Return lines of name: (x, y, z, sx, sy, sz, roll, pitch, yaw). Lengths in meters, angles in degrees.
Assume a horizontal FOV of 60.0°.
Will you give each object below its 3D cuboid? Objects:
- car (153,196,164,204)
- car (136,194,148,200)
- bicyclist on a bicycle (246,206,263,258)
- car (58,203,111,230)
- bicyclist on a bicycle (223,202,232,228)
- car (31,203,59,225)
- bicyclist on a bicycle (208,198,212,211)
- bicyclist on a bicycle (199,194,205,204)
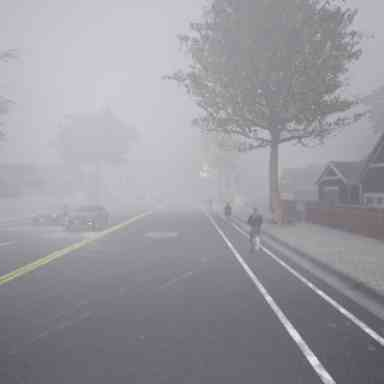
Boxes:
car: (-6.497, 1.559, 65.393, 1.882, 1.535, 5.008, 0, 0, 0)
car: (-9.747, 1.048, 65.421, 2.097, 1.767, 4.553, 0, 0, 0)
bicyclist on a bicycle: (2.250, 1.386, 12.037, 0.659, 1.776, 1.843, 0, 0, 0)
car: (-6.600, 1.535, 21.486, 1.837, 1.490, 4.892, 0, 0, 0)
bicyclist on a bicycle: (2.251, 1.480, 20.781, 0.582, 1.620, 1.656, 0, 0, 0)
car: (-9.848, 1.557, 24.195, 1.812, 1.442, 4.674, 0, 0, 0)
bicyclist on a bicycle: (2.252, 1.504, 40.777, 0.582, 1.620, 1.656, 0, 0, 0)
bicyclist on a bicycle: (2.254, 1.514, 65.860, 0.866, 1.612, 1.509, 0, 0, 0)
